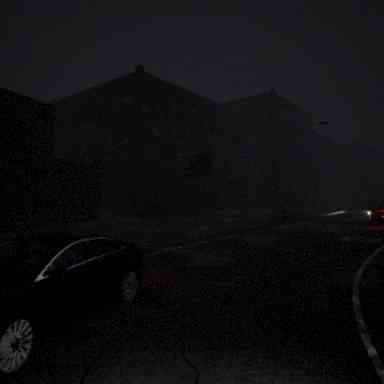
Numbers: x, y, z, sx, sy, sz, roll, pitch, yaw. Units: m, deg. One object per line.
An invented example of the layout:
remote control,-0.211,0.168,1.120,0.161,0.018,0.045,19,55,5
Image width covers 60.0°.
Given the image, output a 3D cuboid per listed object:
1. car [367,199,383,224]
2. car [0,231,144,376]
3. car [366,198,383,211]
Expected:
car,14.543,1.471,24.431,1.882,1.535,5.008,-1,0,39
car,-2.562,1.503,5.797,2.128,1.511,4.902,0,-1,18
car,22.509,1.515,39.993,1.994,1.385,4.181,-1,0,39
